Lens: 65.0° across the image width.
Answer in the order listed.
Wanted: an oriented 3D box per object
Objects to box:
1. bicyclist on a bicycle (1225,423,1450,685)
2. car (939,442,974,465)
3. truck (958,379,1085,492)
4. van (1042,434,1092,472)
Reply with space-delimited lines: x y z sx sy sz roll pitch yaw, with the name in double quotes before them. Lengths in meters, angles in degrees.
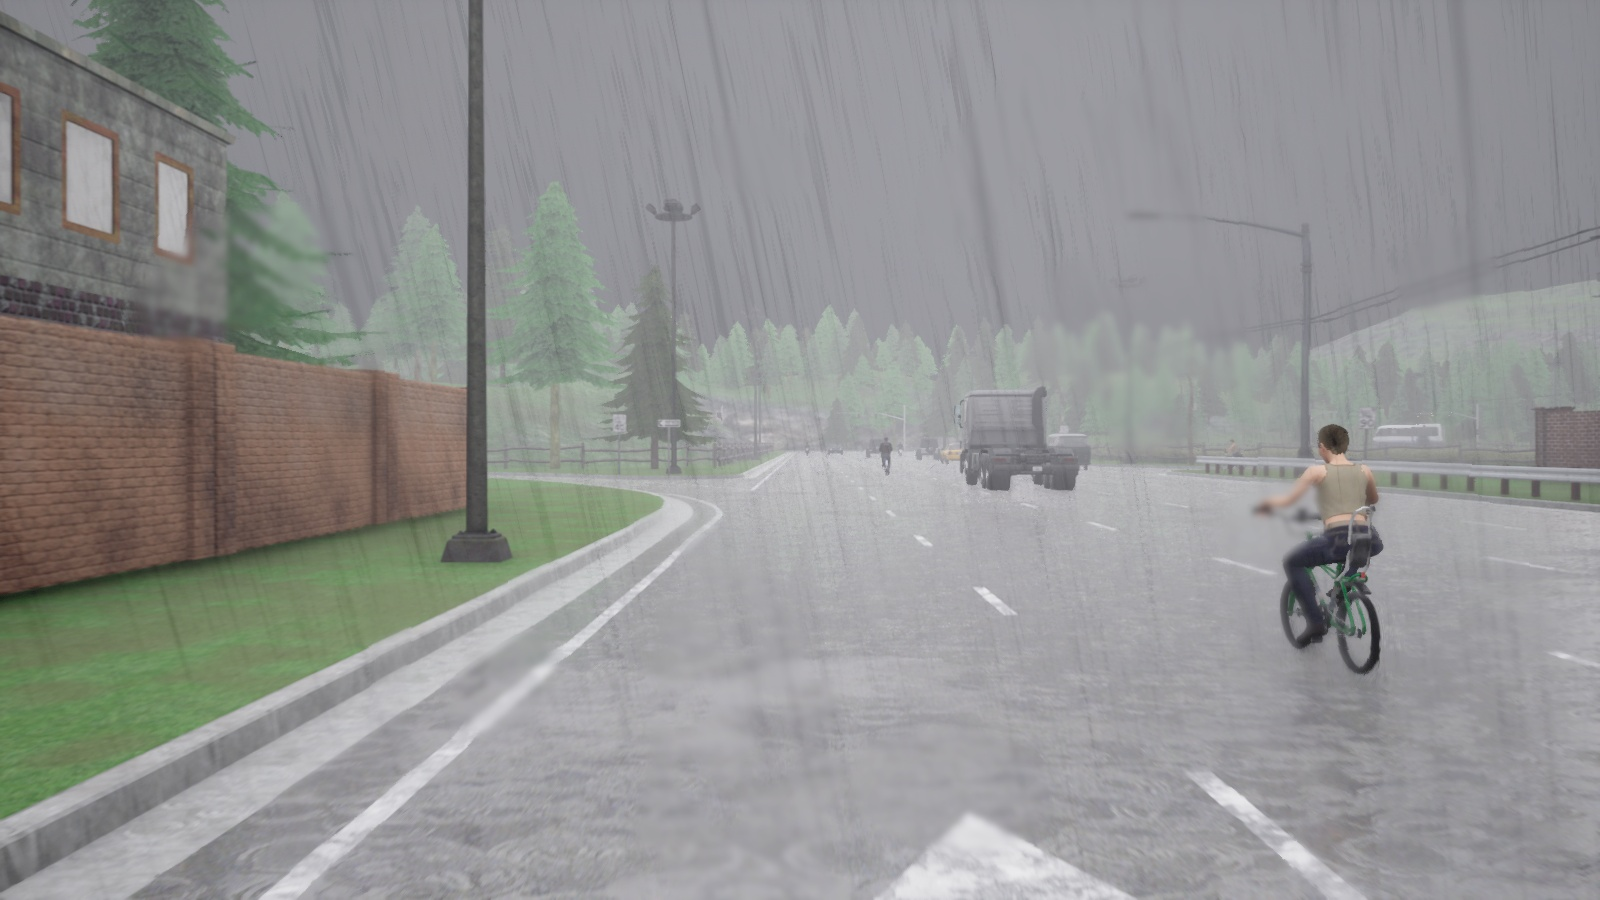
"bicyclist on a bicycle" 3.569 0.638 8.497 0.866 1.612 1.509 0 0 0
"car" 11.019 0.195 88.849 1.801 1.575 5.366 0 0 0
"truck" 7.256 -0.468 42.255 2.891 3.462 7.936 0 0 0
"van" 14.401 0.128 68.018 1.775 1.987 4.442 0 0 0
